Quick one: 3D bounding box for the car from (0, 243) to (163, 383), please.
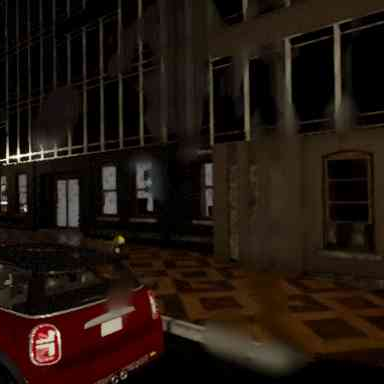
[{"bbox_3d":[-2.423,1.435,4.627,4.097,1.590,1.967,0,-1,36],"label":"car"}]

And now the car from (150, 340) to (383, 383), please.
[{"bbox_3d":[2.090,1.567,1.400,4.313,1.339,1.947,0,-1,36],"label":"car"}]
